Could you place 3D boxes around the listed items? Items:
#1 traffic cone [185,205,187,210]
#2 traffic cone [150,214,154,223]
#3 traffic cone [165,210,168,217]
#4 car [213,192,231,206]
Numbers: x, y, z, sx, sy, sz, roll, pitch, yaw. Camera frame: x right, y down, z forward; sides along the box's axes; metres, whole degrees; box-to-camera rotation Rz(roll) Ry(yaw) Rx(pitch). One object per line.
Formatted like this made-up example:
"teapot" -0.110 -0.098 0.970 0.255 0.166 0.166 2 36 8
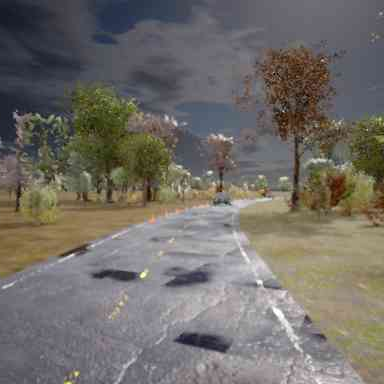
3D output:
"traffic cone" -0.662 1.851 38.895 0.340 0.580 0.340 0 0 10
"traffic cone" -2.848 1.887 23.873 0.340 0.580 0.340 0 0 6
"traffic cone" -2.233 1.875 28.896 0.340 0.580 0.340 0 0 8
"car" 4.686 1.091 51.858 2.150 2.045 5.566 0 0 14
